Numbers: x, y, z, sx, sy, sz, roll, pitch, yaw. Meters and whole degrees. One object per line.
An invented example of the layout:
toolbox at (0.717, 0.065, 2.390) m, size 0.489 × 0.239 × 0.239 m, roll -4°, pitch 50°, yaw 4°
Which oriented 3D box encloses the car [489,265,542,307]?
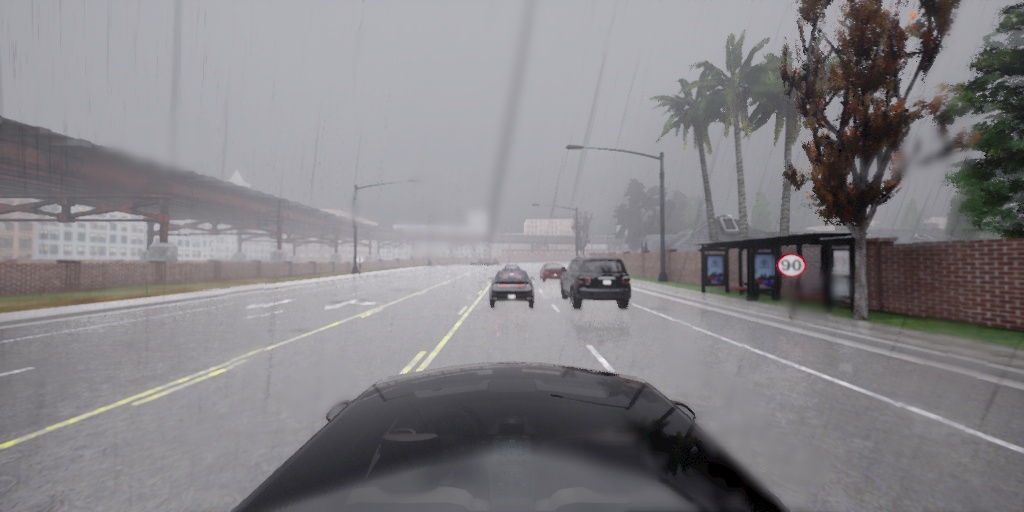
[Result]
car at (-0.003, 1.357, 16.147) m, size 2.128 × 1.511 × 4.902 m, roll 0°, pitch 0°, yaw 0°

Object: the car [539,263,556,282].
car at (3.493, 1.369, 31.327) m, size 1.882 × 1.535 × 5.008 m, roll 0°, pitch 0°, yaw 0°

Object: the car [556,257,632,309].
car at (3.494, 1.075, 15.849) m, size 2.150 × 2.045 × 5.566 m, roll 0°, pitch 0°, yaw 0°
